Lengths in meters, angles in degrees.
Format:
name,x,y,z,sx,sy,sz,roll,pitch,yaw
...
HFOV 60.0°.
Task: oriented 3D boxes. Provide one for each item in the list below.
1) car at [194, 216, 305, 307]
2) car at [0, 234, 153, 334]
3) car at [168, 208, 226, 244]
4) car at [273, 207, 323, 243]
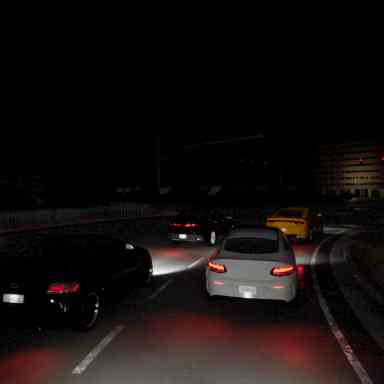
name,x,y,z,sx,sy,sz,roll,pitch,yaw
car,1.521,1.526,7.979,1.812,1.442,4.674,0,0,14
car,-2.271,1.564,6.949,1.994,1.385,4.181,0,0,11
car,0.603,1.505,15.386,1.837,1.490,4.892,0,0,23
car,5.202,1.478,16.490,1.882,1.535,5.008,0,0,30
